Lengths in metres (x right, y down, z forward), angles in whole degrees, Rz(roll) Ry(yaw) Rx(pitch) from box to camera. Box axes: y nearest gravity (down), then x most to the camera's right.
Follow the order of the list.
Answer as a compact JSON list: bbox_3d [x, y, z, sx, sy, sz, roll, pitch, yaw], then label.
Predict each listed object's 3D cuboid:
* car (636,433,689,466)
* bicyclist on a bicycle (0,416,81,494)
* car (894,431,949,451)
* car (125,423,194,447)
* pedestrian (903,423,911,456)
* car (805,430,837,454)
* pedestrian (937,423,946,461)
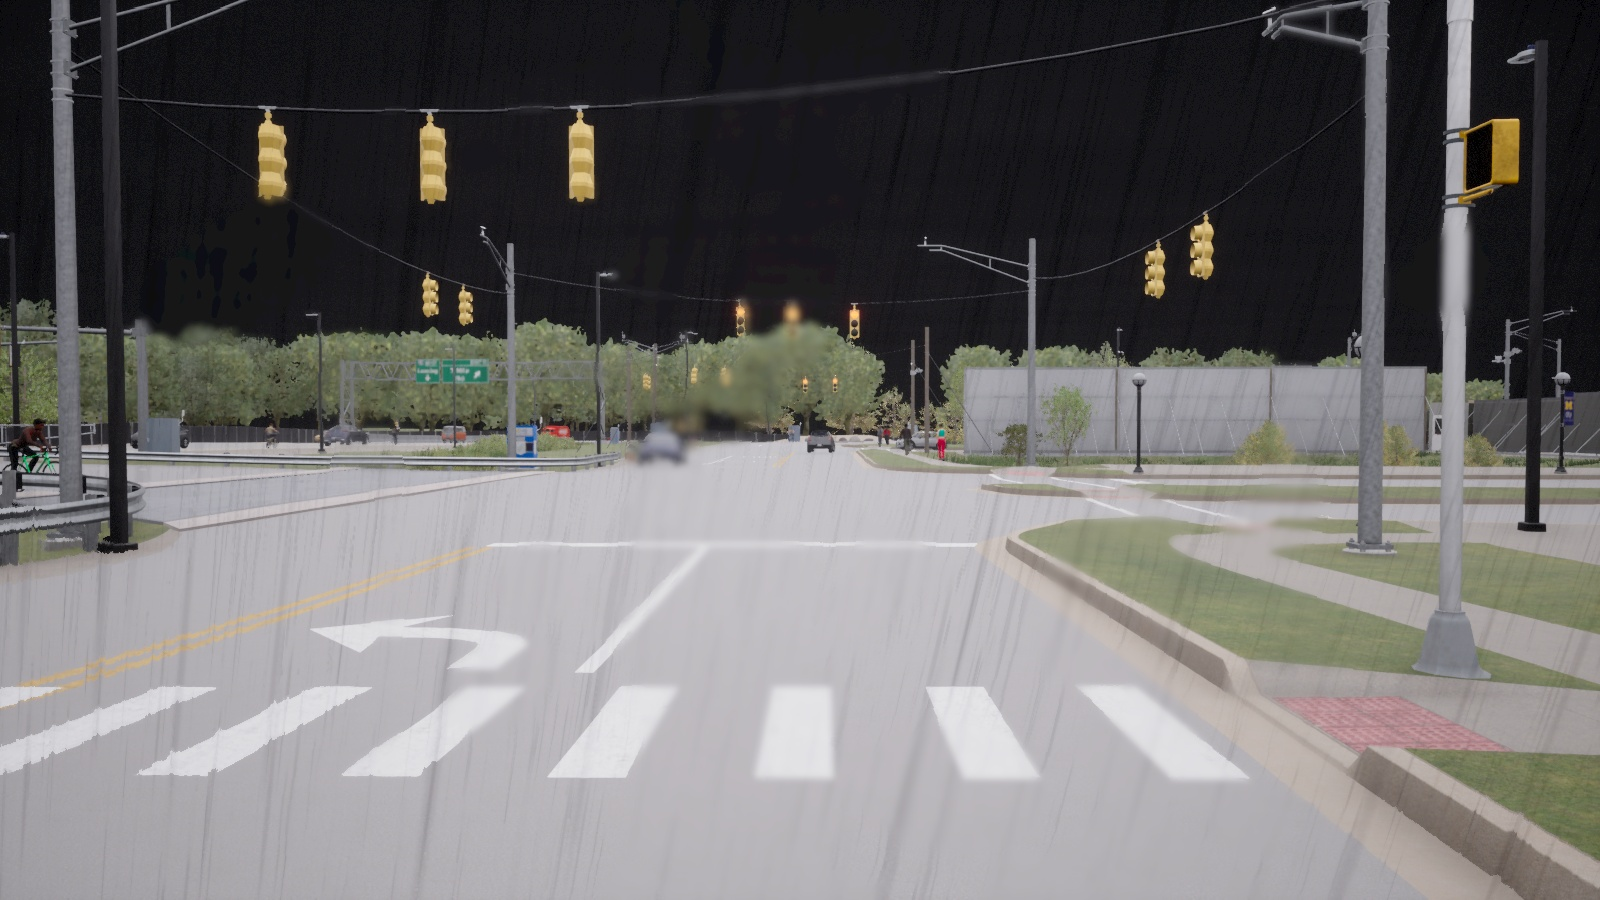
[{"bbox_3d":[-6.294,-0.042,57.914,1.812,1.442,4.674,0,1,1],"label":"car"},{"bbox_3d":[-16.783,0.111,27.557,1.656,1.620,0.582,-2,0,8],"label":"bicyclist on a bicycle"},{"bbox_3d":[9.389,-0.709,97.241,3.806,1.475,1.970,1,2,-9],"label":"car"},{"bbox_3d":[-40.516,-0.945,79.601,2.007,1.525,4.514,0,1,1],"label":"car"},{"bbox_3d":[6.148,-0.616,72.286,0.431,1.840,0.703,0,2,5],"label":"pedestrian"},{"bbox_3d":[1.426,-0.557,83.866,1.845,1.501,3.633,0,1,5],"label":"car"},{"bbox_3d":[6.984,-0.404,62.044,0.345,1.836,0.594,0,2,0],"label":"pedestrian"}]
